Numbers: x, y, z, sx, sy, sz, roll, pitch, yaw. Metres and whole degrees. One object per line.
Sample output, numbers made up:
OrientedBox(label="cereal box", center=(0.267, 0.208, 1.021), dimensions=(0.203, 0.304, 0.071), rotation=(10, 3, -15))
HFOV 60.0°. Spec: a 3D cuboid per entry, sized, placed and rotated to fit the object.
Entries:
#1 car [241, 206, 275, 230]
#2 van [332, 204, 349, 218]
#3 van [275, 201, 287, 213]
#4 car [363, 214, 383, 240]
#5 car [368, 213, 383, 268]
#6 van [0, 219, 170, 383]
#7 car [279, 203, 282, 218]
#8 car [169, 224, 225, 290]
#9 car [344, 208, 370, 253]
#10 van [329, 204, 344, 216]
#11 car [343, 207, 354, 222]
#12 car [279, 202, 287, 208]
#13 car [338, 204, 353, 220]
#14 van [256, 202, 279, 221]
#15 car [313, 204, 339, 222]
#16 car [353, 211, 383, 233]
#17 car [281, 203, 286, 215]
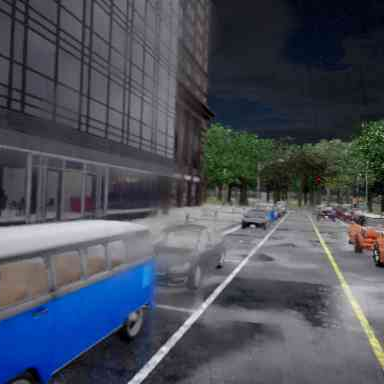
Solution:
OrientedBox(label="car", center=(4.857, 2.014, 24.882), dimensions=(1.947, 1.339, 4.313), rotation=(2, -1, 18))
OrientedBox(label="van", center=(21.406, 2.685, 48.068), dimensions=(1.690, 1.788, 3.998), rotation=(2, -1, 18))
OrientedBox(label="van", center=(14.999, 2.518, 55.889), dimensions=(1.690, 1.788, 3.998), rotation=(2, -1, 18))
OrientedBox(label="car", center=(12.954, 2.288, 22.229), dimensions=(2.008, 1.369, 4.403), rotation=(2, -1, 18))
OrientedBox(label="car", center=(6.997, 1.728, 9.970), dimensions=(2.097, 1.767, 4.553), rotation=(2, -1, 18))
OrientedBox(label="van", center=(-1.890, 1.311, 4.216), dimensions=(1.690, 1.788, 3.998), rotation=(2, -1, 18))
OrientedBox(label="car", center=(8.184, 2.211, 35.056), dimensions=(1.752, 1.417, 4.829), rotation=(2, -1, 18))
OrientedBox(label="car", center=(-0.209, 1.640, 9.381), dimensions=(2.008, 1.369, 4.403), rotation=(2, -1, 18))
OrientedBox(label="car", center=(8.694, 1.855, 15.755), dimensions=(2.097, 1.767, 4.553), rotation=(2, -1, 20))
OrientedBox(label="van", center=(23.095, 2.807, 53.235), dimensions=(1.690, 1.788, 3.998), rotation=(2, -1, 18))
OrientedBox(label="car", center=(16.332, 2.524, 32.564), dimensions=(1.887, 1.381, 4.507), rotation=(2, -1, 18))
OrientedBox(label="car", center=(11.561, 2.454, 45.391), dimensions=(1.752, 1.417, 4.829), rotation=(2, -1, 18))
OrientedBox(label="car", center=(18.025, 2.540, 37.732), dimensions=(1.967, 1.590, 4.097), rotation=(2, -1, 18))
OrientedBox(label="van", center=(6.554, 1.910, 30.052), dimensions=(1.690, 1.788, 3.998), rotation=(2, -1, 18))
OrientedBox(label="car", center=(15.166, 2.492, 37.789), dimensions=(1.837, 1.490, 4.892), rotation=(2, -1, 19))
OrientedBox(label="car", center=(14.697, 2.387, 27.558), dimensions=(1.752, 1.417, 4.829), rotation=(2, -1, 18))
OrientedBox(label="car", center=(9.924, 2.377, 40.384), dimensions=(1.947, 1.339, 4.313), rotation=(2, -1, 18))
